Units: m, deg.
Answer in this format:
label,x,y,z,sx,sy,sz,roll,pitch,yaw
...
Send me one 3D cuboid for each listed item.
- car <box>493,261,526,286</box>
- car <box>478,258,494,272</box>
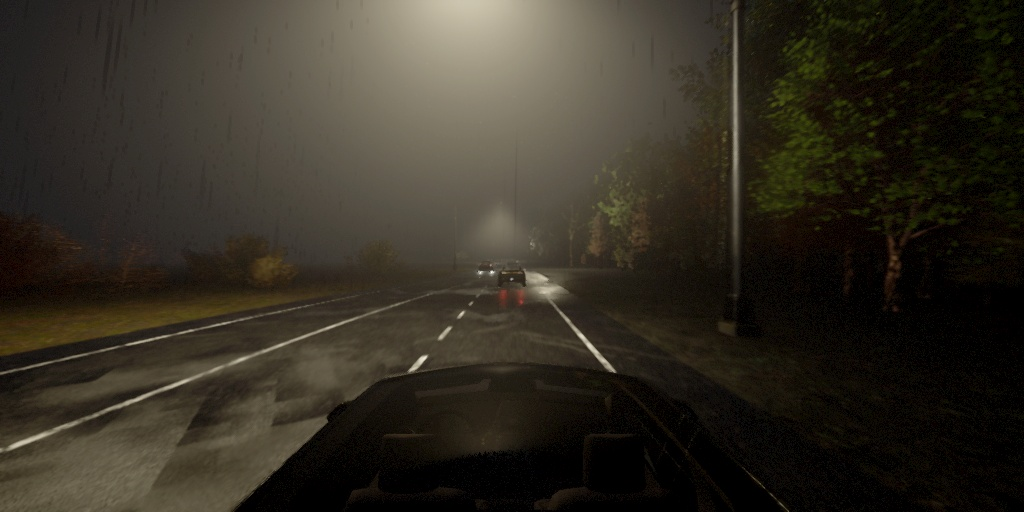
label,x,y,z,sx,sy,sz,roll,pitch,yaw
car,-0.009,1.314,25.952,2.128,1.511,4.902,0,0,0
car,-3.541,1.233,50.132,2.097,1.767,4.553,0,0,1
